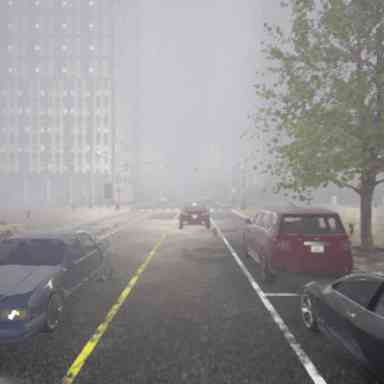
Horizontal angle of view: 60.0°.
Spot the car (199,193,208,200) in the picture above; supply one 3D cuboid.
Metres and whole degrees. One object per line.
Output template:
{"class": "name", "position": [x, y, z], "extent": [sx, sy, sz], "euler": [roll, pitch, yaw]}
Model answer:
{"class": "car", "position": [2.944, 1.193, 87.478], "extent": [2.192, 1.841, 5.009], "euler": [0, 0, 0]}

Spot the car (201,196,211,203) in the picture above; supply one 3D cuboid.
{"class": "car", "position": [2.994, 1.476, 70.455], "extent": [2.008, 1.369, 4.403], "euler": [0, 0, 0]}

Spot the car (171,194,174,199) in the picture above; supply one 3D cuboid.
{"class": "car", "position": [-5.585, 1.242, 70.480], "extent": [2.192, 1.841, 5.009], "euler": [0, 0, 0]}

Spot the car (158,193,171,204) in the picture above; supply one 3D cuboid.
{"class": "car", "position": [-5.632, 1.466, 64.632], "extent": [1.752, 1.417, 4.829], "euler": [0, 0, 0]}

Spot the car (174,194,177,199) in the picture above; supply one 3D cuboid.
{"class": "car", "position": [-5.421, 1.407, 93.182], "extent": [1.887, 1.381, 4.507], "euler": [0, 0, 0]}

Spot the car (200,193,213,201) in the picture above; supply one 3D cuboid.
{"class": "car", "position": [3.008, 1.378, 64.777], "extent": [1.967, 1.590, 4.097], "euler": [0, 0, 0]}

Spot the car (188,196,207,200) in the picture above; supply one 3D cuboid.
{"class": "car", "position": [0.192, 1.489, 35.027], "extent": [2.163, 1.488, 4.792], "euler": [0, 0, 0]}

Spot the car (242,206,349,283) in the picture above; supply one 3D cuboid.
{"class": "car", "position": [2.721, 1.316, 9.592], "extent": [2.192, 1.841, 5.009], "euler": [0, 0, 0]}

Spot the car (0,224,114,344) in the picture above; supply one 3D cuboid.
{"class": "car", "position": [-3.079, 1.549, 7.005], "extent": [2.033, 1.411, 5.357], "euler": [0, 0, 0]}

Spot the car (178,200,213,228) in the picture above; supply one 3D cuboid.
{"class": "car", "position": [0.165, 1.499, 22.096], "extent": [2.163, 1.488, 4.792], "euler": [0, 0, 0]}

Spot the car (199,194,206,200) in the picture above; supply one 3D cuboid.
{"class": "car", "position": [2.960, 1.385, 93.323], "extent": [1.752, 1.417, 4.829], "euler": [0, 0, 0]}

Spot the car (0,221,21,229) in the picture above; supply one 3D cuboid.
{"class": "car", "position": [-5.660, 1.528, 9.447], "extent": [1.752, 1.417, 4.829], "euler": [0, 0, 0]}

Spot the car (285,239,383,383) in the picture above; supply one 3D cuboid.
{"class": "car", "position": [2.704, 1.566, 3.896], "extent": [1.947, 1.339, 4.313], "euler": [0, 0, 0]}
